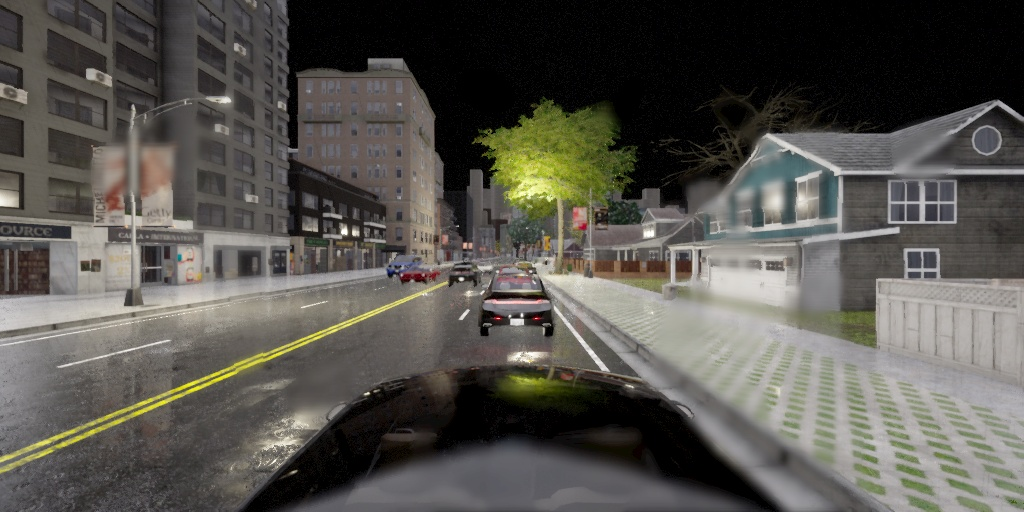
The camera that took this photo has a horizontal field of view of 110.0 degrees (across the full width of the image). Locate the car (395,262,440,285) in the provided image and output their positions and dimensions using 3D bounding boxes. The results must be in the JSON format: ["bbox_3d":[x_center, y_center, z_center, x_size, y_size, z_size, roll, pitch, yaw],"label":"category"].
[{"bbox_3d":[-6.575,1.334,25.856,1.895,1.301,4.718,0,0,0],"label":"car"}]

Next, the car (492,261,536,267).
[{"bbox_3d":[0.119,1.218,19.828,1.882,1.535,5.008,0,0,0],"label":"car"}]

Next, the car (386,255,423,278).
[{"bbox_3d":[-9.818,0.948,33.438,2.150,2.045,5.566,0,0,0],"label":"car"}]

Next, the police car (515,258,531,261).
[{"bbox_3d":[1.004,1.154,29.557,1.930,1.638,5.238,0,0,0],"label":"police car"}]

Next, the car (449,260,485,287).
[{"bbox_3d":[-3.122,1.234,24.503,1.837,1.490,4.892,0,-2,0],"label":"car"}]

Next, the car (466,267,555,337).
[{"bbox_3d":[0.112,1.239,10.324,2.128,1.511,4.902,0,0,0],"label":"car"}]

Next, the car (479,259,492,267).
[{"bbox_3d":[-3.111,1.315,40.430,1.895,1.301,4.718,0,0,0],"label":"car"}]
